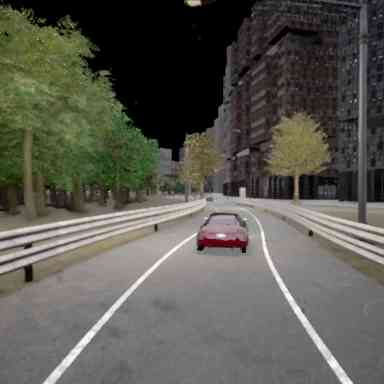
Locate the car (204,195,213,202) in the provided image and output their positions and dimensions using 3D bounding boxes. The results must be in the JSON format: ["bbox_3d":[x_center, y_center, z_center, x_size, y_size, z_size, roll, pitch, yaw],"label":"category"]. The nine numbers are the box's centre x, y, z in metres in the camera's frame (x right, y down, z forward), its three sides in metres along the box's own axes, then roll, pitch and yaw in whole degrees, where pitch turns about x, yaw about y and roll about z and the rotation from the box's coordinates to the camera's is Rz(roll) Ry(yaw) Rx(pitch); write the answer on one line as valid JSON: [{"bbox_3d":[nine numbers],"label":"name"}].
[{"bbox_3d":[3.412,1.461,72.897,1.812,1.442,4.674,0,0,-9],"label":"car"}]

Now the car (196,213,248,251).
[{"bbox_3d":[1.400,1.573,14.208,1.994,1.385,4.181,0,0,9],"label":"car"}]
